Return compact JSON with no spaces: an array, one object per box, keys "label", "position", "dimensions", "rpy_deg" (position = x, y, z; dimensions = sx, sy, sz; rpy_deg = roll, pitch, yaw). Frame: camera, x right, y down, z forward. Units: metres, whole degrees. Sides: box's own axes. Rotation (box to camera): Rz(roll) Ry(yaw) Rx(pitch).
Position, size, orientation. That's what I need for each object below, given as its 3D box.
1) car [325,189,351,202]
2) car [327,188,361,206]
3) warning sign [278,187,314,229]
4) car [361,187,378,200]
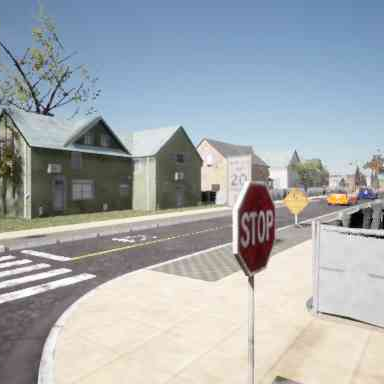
[{"label":"car","position":[19.105,0.391,43.379],"dimensions":[2.128,1.511,4.902],"rpy_deg":[0,1,37]},{"label":"car","position":[15.298,0.463,33.695],"dimensions":[2.097,1.767,4.553],"rpy_deg":[0,1,37]},{"label":"warning sign","position":[4.884,0.726,15.598],"dimensions":[1.300,1.860,1.060],"rpy_deg":[-2,-1,37]},{"label":"car","position":[24.280,0.116,45.711],"dimensions":[2.097,1.767,4.553],"rpy_deg":[0,1,37]}]
